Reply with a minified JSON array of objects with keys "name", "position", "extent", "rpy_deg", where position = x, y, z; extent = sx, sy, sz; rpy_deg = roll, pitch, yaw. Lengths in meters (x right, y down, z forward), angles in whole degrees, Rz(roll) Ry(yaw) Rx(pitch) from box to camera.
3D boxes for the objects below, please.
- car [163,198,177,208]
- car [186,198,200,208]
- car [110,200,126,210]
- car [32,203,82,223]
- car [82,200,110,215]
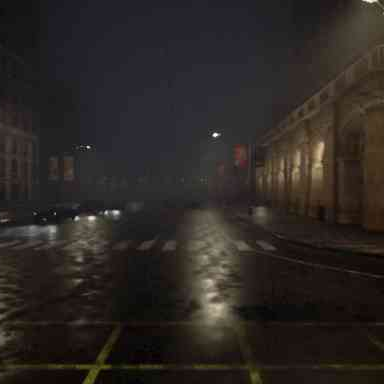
[{"name":"car","position":[-3.324,1.613,50.127],"extent":[2.128,1.511,4.902],"rpy_deg":[0,0,1]},{"name":"car","position":[0.176,1.613,50.092],"extent":[2.128,1.511,4.902],"rpy_deg":[0,0,1]},{"name":"car","position":[-10.372,1.711,45.503],"extent":[1.895,1.301,4.718],"rpy_deg":[0,0,1]},{"name":"car","position":[-10.592,1.664,26.137],"extent":[1.895,1.301,4.718],"rpy_deg":[0,0,0]},{"name":"car","position":[-10.529,1.563,35.222],"extent":[1.882,1.535,5.008],"rpy_deg":[0,0,1]}]
